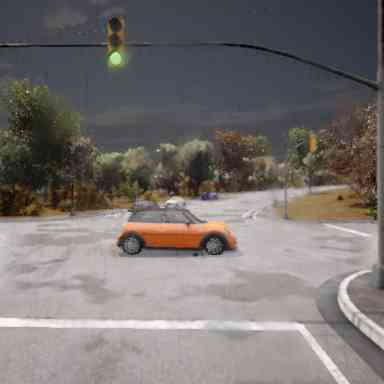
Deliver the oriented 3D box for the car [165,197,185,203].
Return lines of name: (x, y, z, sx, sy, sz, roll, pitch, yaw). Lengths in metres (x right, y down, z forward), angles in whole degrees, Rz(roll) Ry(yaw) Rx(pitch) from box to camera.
car: (-2.490, 1.492, 50.029, 1.812, 1.442, 4.674, 0, 2, 21)

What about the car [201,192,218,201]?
car: (3.421, 0.790, 63.686, 1.882, 1.535, 5.008, 0, 3, 27)

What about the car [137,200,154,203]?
car: (-5.700, 1.726, 40.114, 2.033, 1.411, 5.357, 0, 1, 15)

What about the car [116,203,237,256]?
car: (-0.550, 1.435, 13.053, 4.553, 1.767, 2.097, 0, 0, 2)
